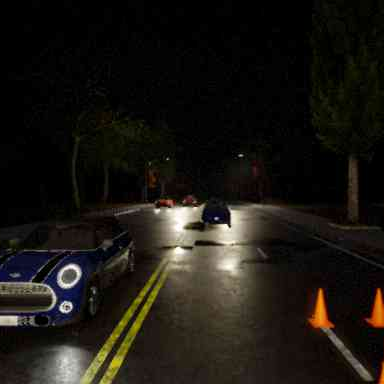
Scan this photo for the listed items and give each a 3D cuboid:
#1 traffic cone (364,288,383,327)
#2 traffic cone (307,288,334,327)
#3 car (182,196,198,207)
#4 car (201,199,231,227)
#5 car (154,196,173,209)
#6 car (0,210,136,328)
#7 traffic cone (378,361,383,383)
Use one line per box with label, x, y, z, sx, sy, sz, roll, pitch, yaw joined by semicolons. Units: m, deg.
traffic cone;3.200;1.951;5.701;0.340;0.580;0.340;0;0;0
traffic cone;2.200;1.950;5.697;0.340;0.580;0.340;0;0;0
car;-0.285;1.378;50.199;2.097;1.767;4.553;0;0;3
car;1.622;1.471;22.668;1.882;1.535;5.008;0;0;3
car;-3.808;1.360;45.553;2.097;1.767;4.553;0;0;3
car;-2.668;1.344;7.254;2.097;1.767;4.553;0;0;3
traffic cone;2.207;1.953;3.697;0.340;0.580;0.340;0;0;0
